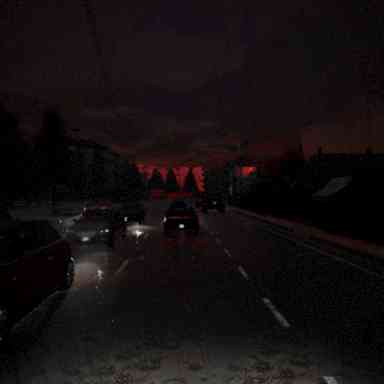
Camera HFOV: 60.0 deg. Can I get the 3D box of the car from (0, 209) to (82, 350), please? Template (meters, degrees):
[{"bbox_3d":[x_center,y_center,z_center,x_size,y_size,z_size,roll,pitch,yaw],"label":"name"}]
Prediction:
[{"bbox_3d":[-3.801,1.387,6.101,2.097,1.767,4.553,0,0,-2],"label":"car"}]

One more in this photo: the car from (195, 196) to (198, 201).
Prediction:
[{"bbox_3d":[1.683,1.240,46.930,2.150,2.045,5.566,0,0,-2],"label":"car"}]

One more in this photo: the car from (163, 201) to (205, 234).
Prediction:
[{"bbox_3d":[-0.625,1.509,19.241,2.128,1.511,4.902,0,0,-2],"label":"car"}]

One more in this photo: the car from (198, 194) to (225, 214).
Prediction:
[{"bbox_3d":[2.211,1.226,35.980,2.150,2.045,5.566,0,0,-2],"label":"car"}]

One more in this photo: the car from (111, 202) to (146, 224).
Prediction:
[{"bbox_3d":[-4.551,1.558,25.219,1.837,1.490,4.892,0,0,-2],"label":"car"}]

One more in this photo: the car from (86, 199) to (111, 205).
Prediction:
[{"bbox_3d":[-8.214,1.439,29.467,2.097,1.767,4.553,0,0,-2],"label":"car"}]

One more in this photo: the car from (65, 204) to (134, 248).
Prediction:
[{"bbox_3d":[-4.160,1.535,15.173,2.128,1.511,4.902,0,0,-2],"label":"car"}]

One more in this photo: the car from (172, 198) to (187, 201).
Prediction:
[{"bbox_3d":[-1.651,1.520,44.308,1.882,1.535,5.008,0,0,-2],"label":"car"}]
